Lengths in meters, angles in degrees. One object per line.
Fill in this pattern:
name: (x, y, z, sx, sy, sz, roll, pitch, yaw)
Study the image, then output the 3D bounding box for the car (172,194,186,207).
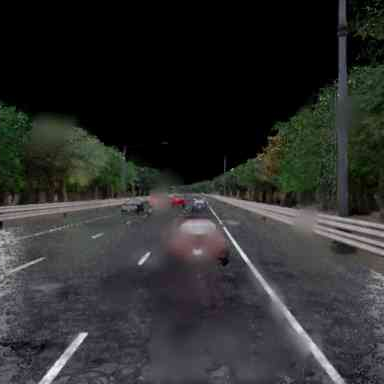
car: (-2.234, 1.404, 55.665, 2.150, 2.045, 5.566, 0, 0, 1)

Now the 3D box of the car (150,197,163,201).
car: (-5.734, 1.524, 53.657, 2.097, 1.767, 4.553, 0, 0, -2)

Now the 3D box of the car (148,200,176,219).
car: (-2.840, 1.715, 30.764, 1.895, 1.301, 4.718, 0, 0, 1)

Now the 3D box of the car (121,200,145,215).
car: (-6.224, 1.616, 35.504, 2.128, 1.511, 4.902, 0, 0, 1)

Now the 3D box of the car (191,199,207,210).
car: (0.970, 1.679, 43.423, 1.812, 1.442, 4.674, 0, 0, 1)

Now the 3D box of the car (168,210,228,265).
car: (0.228, 1.577, 11.849, 1.812, 1.442, 4.674, 0, 0, 1)
